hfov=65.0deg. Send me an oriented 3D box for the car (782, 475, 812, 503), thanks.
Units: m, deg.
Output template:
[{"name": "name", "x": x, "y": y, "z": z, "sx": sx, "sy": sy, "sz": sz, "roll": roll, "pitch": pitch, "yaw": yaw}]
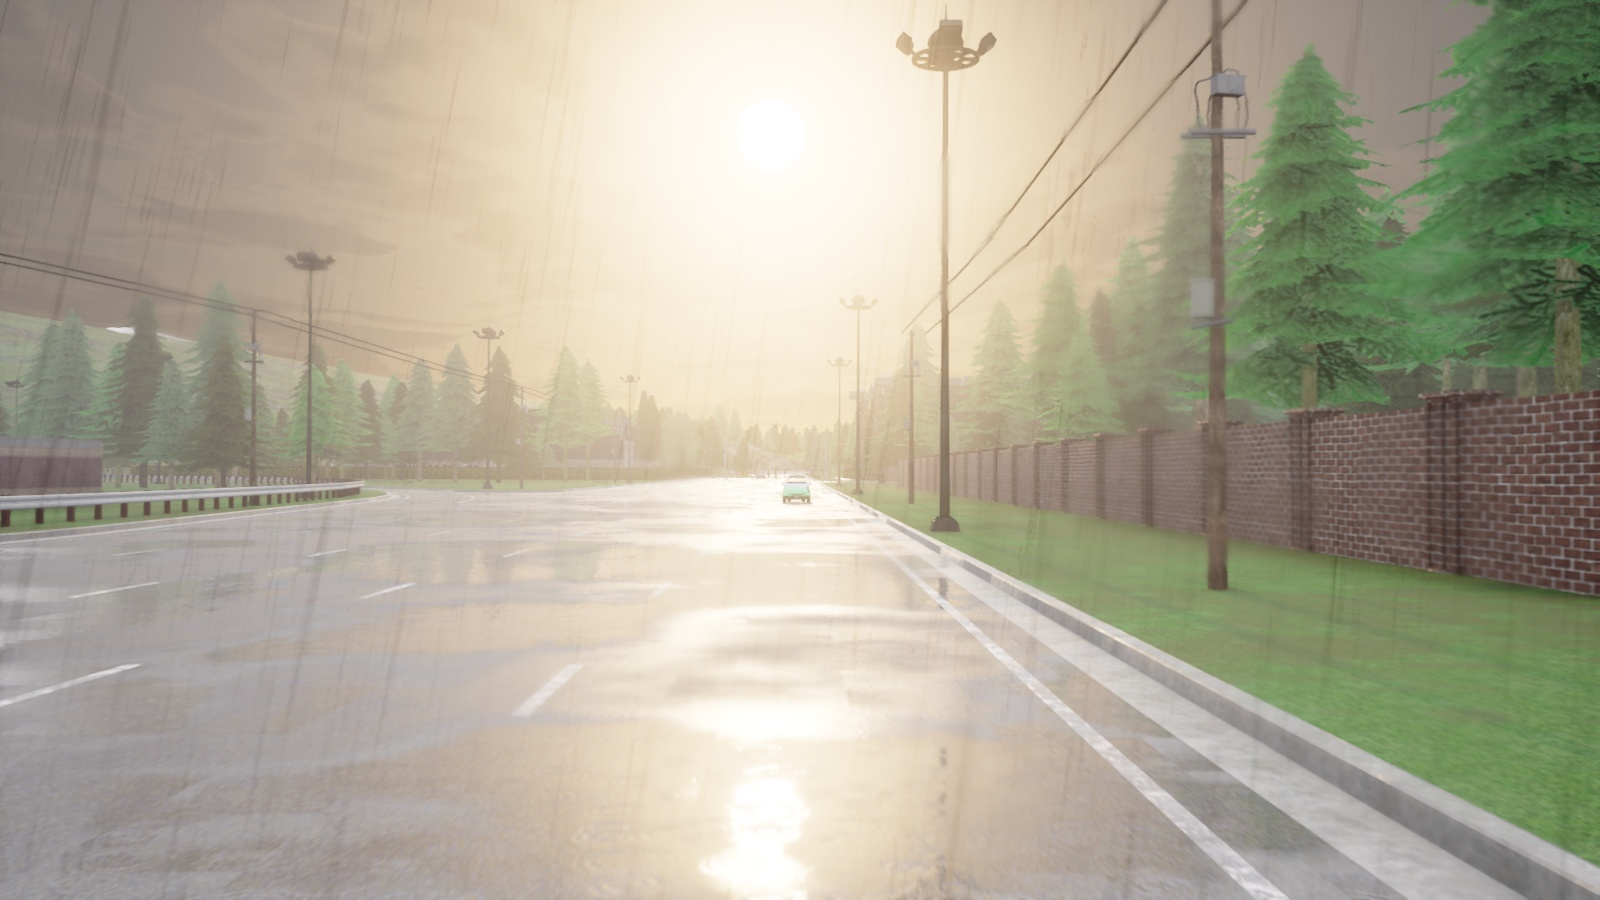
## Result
[{"name": "car", "x": -0.161, "y": 1.911, "z": 62.311, "sx": 1.481, "sy": 1.376, "sz": 2.207, "roll": 0, "pitch": -1, "yaw": 0}]
